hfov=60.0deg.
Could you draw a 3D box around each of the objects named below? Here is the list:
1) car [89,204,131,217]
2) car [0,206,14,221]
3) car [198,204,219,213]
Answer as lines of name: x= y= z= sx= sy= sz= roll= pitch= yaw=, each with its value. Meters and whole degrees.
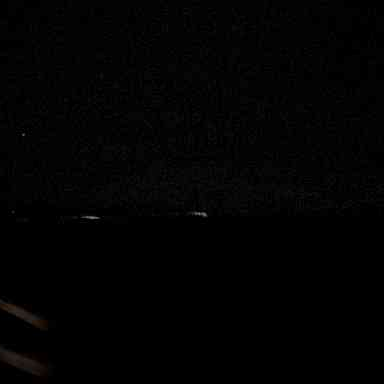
car: x=-9.760 y=2.222 z=40.300 sx=2.033 sy=1.411 sz=5.357 roll=4 pitch=0 yaw=36
car: x=-17.878 y=1.807 z=29.064 sx=1.994 sy=1.385 sz=4.181 roll=4 pitch=0 yaw=36
car: x=2.764 y=2.799 z=57.440 sx=1.837 sy=1.490 sz=4.892 roll=4 pitch=0 yaw=36
